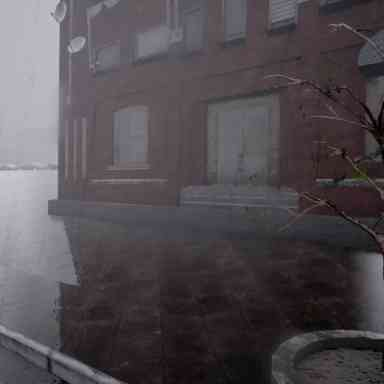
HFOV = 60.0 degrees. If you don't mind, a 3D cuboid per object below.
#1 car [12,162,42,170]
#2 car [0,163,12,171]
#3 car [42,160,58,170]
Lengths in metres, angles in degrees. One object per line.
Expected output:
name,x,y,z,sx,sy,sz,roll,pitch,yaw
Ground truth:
car,-21.789,-3.369,45.861,4.892,1.521,2.231,1,1,27
car,-26.621,-3.431,48.317,4.674,1.452,2.002,1,1,28
car,-16.707,-3.372,43.419,4.553,1.767,2.185,1,1,26
